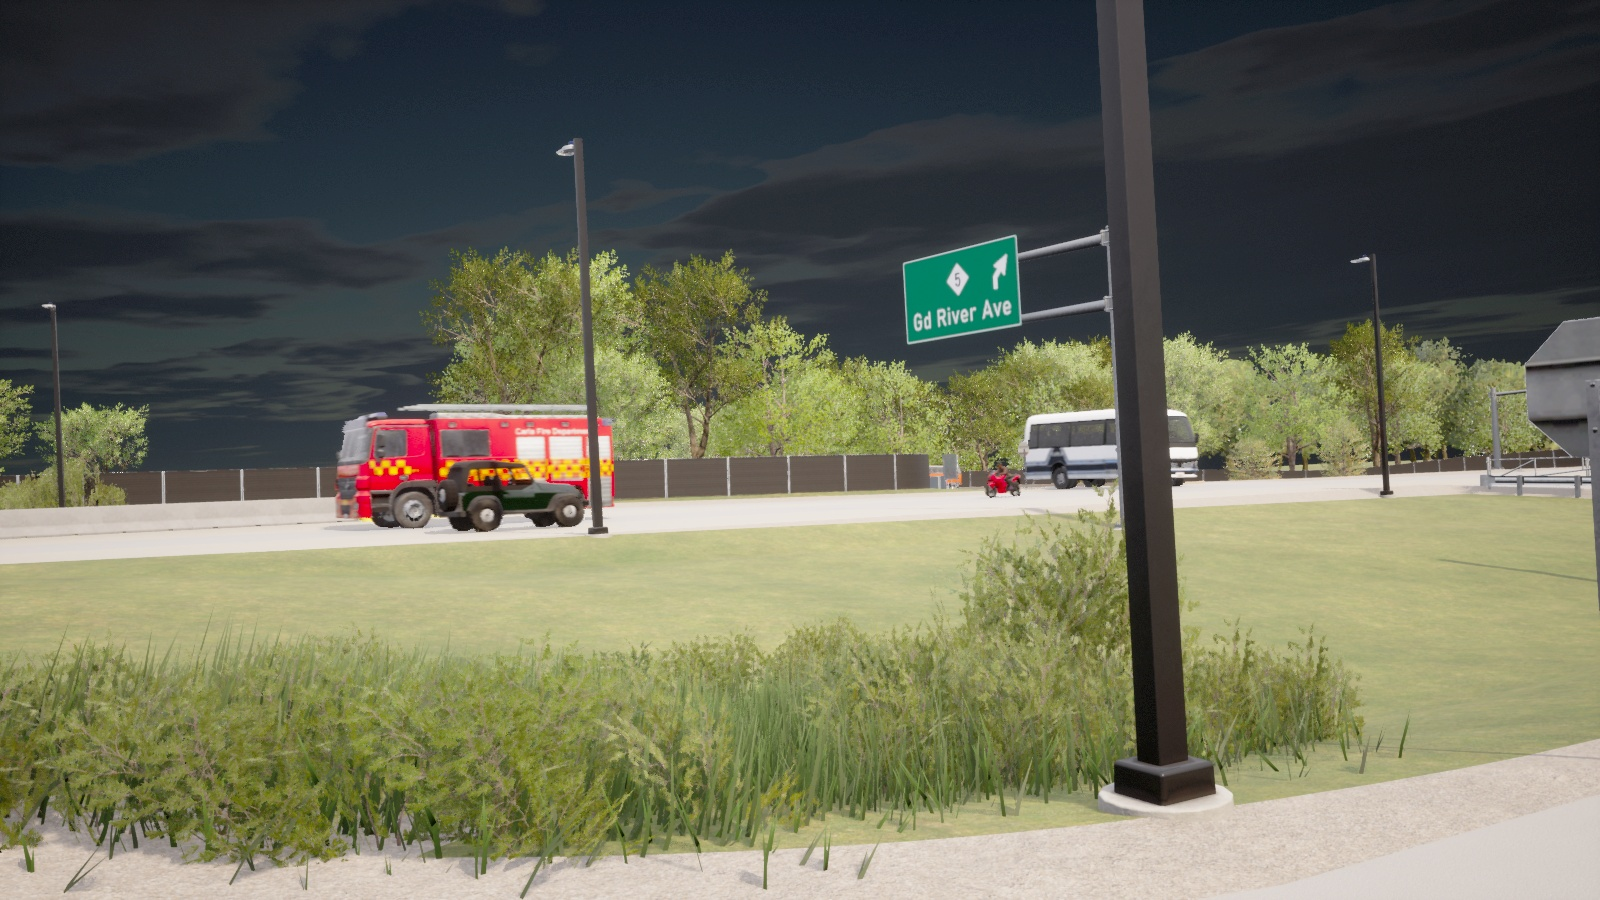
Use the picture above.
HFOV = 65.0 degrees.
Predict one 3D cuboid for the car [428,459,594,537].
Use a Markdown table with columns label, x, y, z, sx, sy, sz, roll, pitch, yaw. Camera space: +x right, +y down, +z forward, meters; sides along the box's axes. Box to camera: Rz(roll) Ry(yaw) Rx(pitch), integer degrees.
| label | x | y | z | sx | sy | sz | roll | pitch | yaw |
| --- | --- | --- | --- | --- | --- | --- | --- | --- | --- |
| car | -7.759 | 1.265 | 33.788 | 3.866 | 1.878 | 1.905 | -2 | -2 | -35 |

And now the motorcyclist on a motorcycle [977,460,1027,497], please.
| label | x | y | z | sx | sy | sz | roll | pitch | yaw |
| --- | --- | --- | --- | --- | --- | --- | --- | --- | --- |
| motorcyclist on a motorcycle | 8.614 | 1.213 | 53.591 | 2.044 | 1.523 | 0.797 | -2 | -2 | -34 |

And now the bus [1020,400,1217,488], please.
| label | x | y | z | sx | sy | sz | roll | pitch | yaw |
| --- | --- | --- | --- | --- | --- | --- | --- | --- | --- |
| bus | 16.883 | -0.192 | 67.580 | 3.944 | 4.253 | 10.273 | 0 | -2 | -32 |

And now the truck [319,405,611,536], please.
| label | x | y | z | sx | sy | sz | roll | pitch | yaw |
| --- | --- | --- | --- | --- | --- | --- | --- | --- | --- |
| truck | -10.634 | 0.587 | 40.353 | 8.468 | 3.827 | 2.891 | -2 | -2 | -35 |
